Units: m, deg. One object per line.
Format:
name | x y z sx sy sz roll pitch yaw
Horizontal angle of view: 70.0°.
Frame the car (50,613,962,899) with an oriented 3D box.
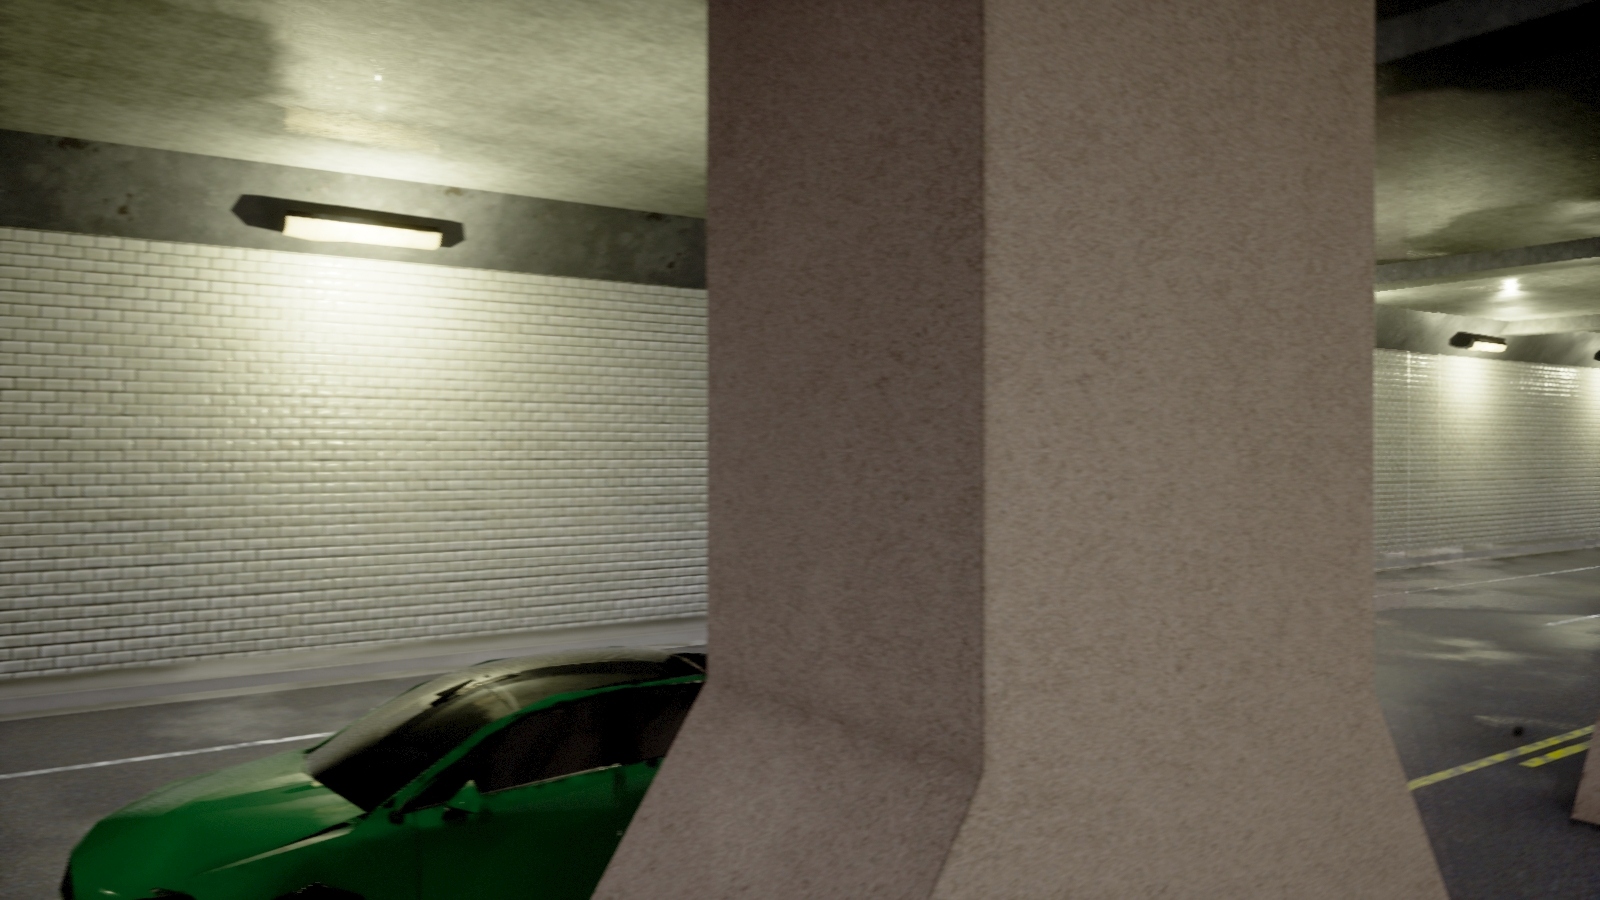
car | -1.607 2.060 6.933 4.892 1.480 2.231 0 0 -34
